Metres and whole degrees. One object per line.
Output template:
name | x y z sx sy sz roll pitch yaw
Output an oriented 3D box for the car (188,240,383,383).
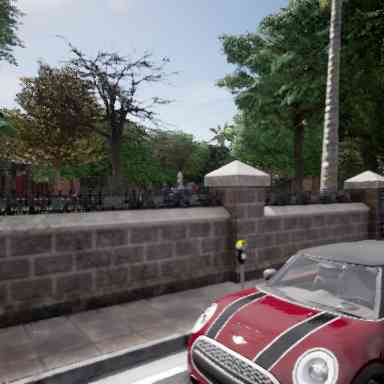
car | 1.919 1.442 4.181 4.097 1.590 1.967 0 0 -35
